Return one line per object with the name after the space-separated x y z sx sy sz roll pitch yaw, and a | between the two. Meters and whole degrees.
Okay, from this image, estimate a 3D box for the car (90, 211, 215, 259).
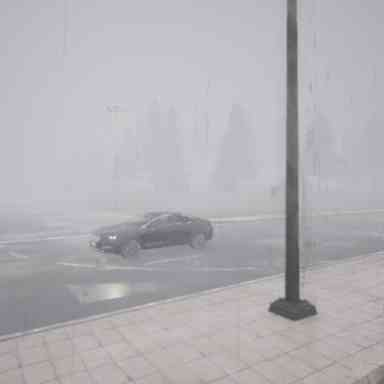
-1.365 1.511 12.774 4.902 1.511 2.128 0 0 -36 | car
